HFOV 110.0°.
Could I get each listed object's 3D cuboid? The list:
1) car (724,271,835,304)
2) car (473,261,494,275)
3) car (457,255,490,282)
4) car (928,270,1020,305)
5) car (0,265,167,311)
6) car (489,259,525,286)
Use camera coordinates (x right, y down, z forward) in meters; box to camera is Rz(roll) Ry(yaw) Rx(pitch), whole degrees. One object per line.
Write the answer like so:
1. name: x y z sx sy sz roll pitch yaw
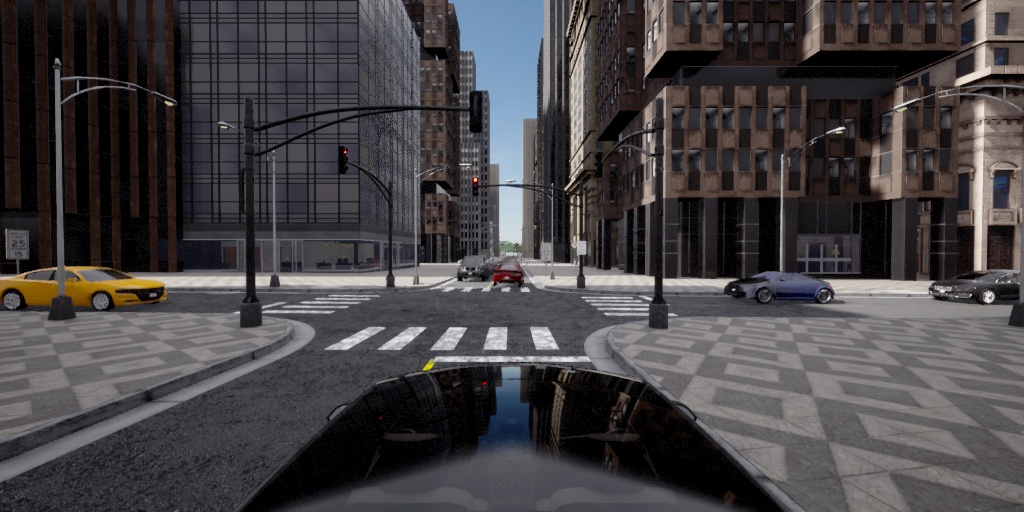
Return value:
1. car: 12.230 1.389 16.558 4.181 1.385 1.994 0 1 0
2. car: -3.103 1.290 39.552 1.994 1.385 4.181 0 0 0
3. car: -3.108 0.957 29.526 2.150 2.045 5.566 0 0 0
4. car: 22.312 1.405 16.578 4.892 1.490 1.837 0 1 0
5. car: -15.796 1.130 13.298 5.008 1.535 1.882 1 1 0
6. car: -0.183 1.218 25.018 1.882 1.535 5.008 0 0 4
